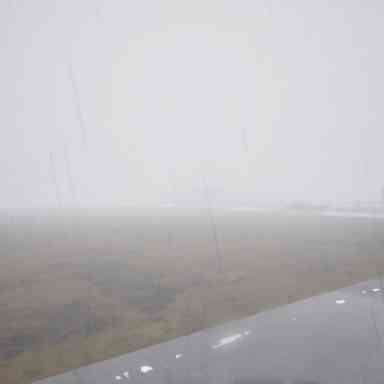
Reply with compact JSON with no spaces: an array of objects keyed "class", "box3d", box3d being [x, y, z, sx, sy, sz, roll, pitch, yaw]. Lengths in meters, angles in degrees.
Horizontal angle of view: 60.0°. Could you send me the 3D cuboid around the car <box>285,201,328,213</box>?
[{"class":"car","box3d":[13.334,1.750,38.765,1.895,1.301,4.718,-1,0,-36]}]
